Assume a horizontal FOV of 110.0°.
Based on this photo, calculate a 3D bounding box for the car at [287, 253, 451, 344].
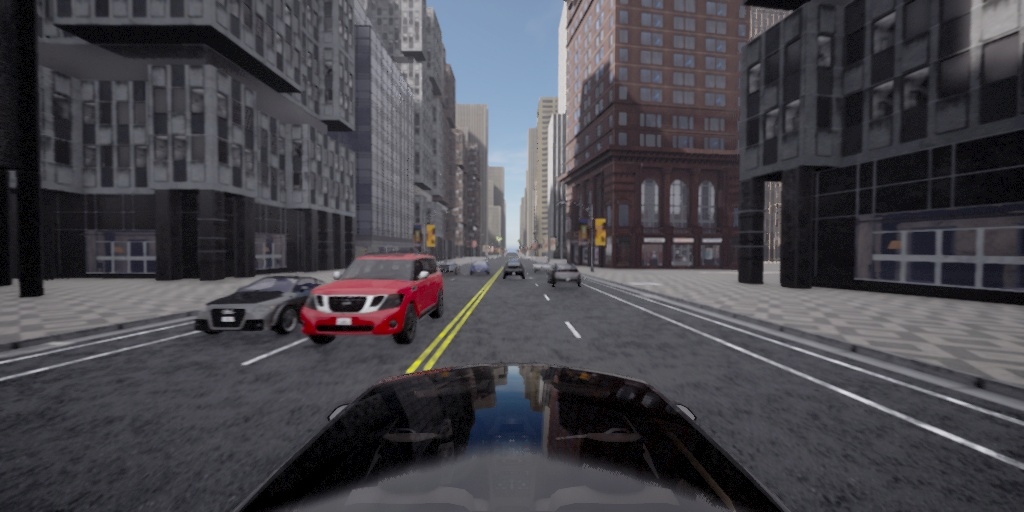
[{"bbox_3d":[-3.326,0.941,9.882,2.150,2.045,5.566,0,0,0],"label":"car"}]

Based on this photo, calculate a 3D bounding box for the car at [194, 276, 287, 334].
[{"bbox_3d":[-6.577,1.273,10.294,1.994,1.385,4.181,0,0,0],"label":"car"}]

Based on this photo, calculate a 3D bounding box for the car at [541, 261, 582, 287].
[{"bbox_3d":[3.366,1.193,23.828,2.128,1.511,4.902,0,0,0],"label":"car"}]

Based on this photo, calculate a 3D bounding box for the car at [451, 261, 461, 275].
[{"bbox_3d":[-6.438,1.203,36.765,1.994,1.385,4.181,0,0,0],"label":"car"}]

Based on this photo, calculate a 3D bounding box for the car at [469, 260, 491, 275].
[{"bbox_3d":[-3.188,1.173,36.601,1.812,1.442,4.674,0,0,0],"label":"car"}]

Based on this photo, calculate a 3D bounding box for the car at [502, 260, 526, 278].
[{"bbox_3d":[0.159,1.177,32.039,1.837,1.490,4.892,0,1,0],"label":"car"}]

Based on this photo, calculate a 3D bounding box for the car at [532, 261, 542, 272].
[{"bbox_3d":[3.425,1.246,43.212,1.895,1.301,4.718,0,0,0],"label":"car"}]
